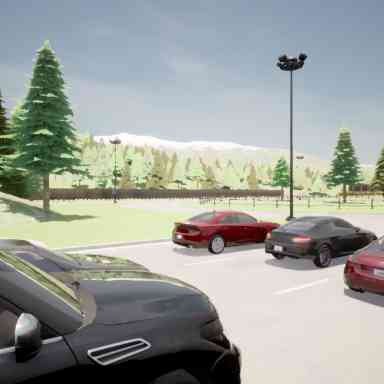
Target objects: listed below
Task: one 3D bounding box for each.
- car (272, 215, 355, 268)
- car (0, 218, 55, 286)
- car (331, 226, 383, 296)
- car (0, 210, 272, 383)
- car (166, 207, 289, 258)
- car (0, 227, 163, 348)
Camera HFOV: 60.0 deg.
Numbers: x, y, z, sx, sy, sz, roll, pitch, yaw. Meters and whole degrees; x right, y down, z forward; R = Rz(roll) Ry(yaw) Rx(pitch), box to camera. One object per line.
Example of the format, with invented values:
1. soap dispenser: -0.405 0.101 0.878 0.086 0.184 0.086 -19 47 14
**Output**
1. car: 4.458 1.526 11.272 4.674 1.442 1.812 0 0 -35
2. car: -6.009 1.526 8.056 4.674 1.442 1.812 0 0 -35
3. car: 5.386 1.564 7.651 4.181 1.385 1.994 0 0 -34
4. car: -2.191 1.221 2.176 5.566 2.045 2.150 0 0 -36
5. car: 1.566 1.478 13.517 5.008 1.535 1.882 0 0 -35
6. car: -3.329 1.547 5.672 5.357 1.411 2.033 0 0 -36
